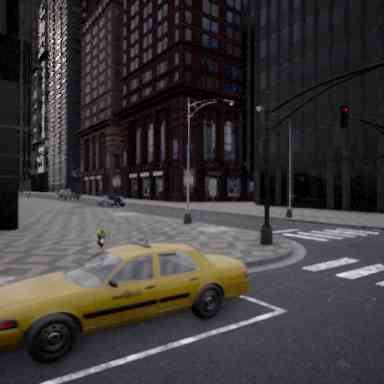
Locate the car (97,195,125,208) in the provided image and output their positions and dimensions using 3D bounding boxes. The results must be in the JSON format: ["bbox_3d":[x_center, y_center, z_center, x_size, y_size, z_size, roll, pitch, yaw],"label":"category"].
[{"bbox_3d":[-8.995,0.985,36.738,1.994,1.385,4.181,0,1,-36],"label":"car"}]

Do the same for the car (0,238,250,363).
[{"bbox_3d":[-1.111,1.534,5.855,4.829,1.417,1.752,0,0,-35],"label":"car"}]

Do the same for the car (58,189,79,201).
[{"bbox_3d":[-18.729,0.297,50.392,2.097,1.767,4.553,0,1,-36],"label":"car"}]
